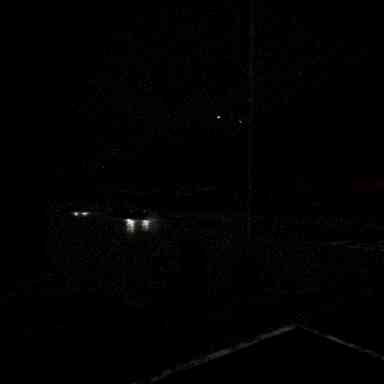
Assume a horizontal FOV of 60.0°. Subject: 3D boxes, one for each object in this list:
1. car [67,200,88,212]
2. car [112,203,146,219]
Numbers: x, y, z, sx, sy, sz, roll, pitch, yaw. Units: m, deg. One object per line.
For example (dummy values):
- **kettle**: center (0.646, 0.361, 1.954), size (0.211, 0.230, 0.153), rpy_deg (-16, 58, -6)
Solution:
- **car**: center (-16.560, 2.199, 48.052), size (1.994, 1.385, 4.181), rpy_deg (2, -2, -35)
- **car**: center (-6.448, 1.886, 33.710), size (1.882, 1.535, 5.008), rpy_deg (2, -2, -35)
